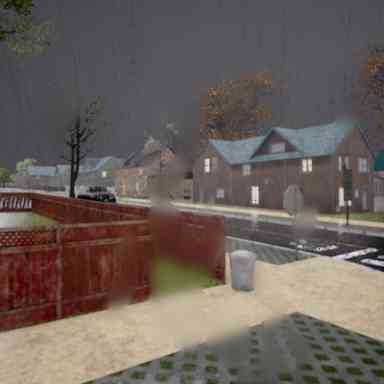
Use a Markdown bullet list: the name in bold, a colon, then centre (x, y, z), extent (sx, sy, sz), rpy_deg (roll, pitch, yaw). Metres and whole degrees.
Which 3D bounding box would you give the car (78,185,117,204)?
- **car**: centre (-9.176, 0.373, 31.754), extent (2.150, 2.045, 5.566), rpy_deg (-1, 2, -36)
